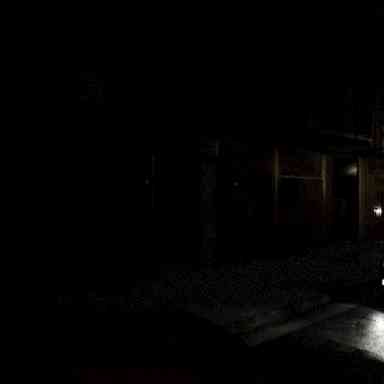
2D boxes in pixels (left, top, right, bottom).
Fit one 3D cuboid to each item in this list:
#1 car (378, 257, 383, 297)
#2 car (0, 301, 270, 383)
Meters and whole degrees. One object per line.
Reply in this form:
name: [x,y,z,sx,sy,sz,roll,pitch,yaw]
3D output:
car: [5.940,1.355,7.079,4.553,1.767,2.097,0,0,-36]
car: [-1.778,1.483,1.541,5.008,1.535,1.882,0,0,-34]
